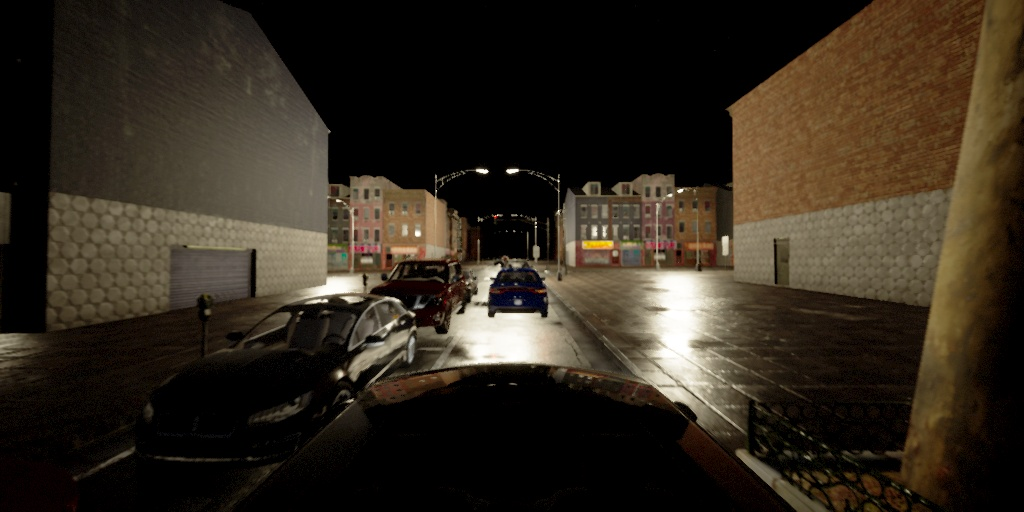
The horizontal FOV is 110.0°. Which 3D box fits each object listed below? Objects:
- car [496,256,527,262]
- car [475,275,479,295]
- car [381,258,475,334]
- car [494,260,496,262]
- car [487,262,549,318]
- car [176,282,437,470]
[{"bbox_3d":[0.303,0.977,23.067,2.097,1.767,4.553,0,0,1],"label":"car"},{"bbox_3d":[-2.498,1.212,16.192,2.007,1.370,4.403,0,0,1],"label":"car"},{"bbox_3d":[-2.555,1.009,10.658,2.192,1.841,5.009,0,0,1],"label":"car"},{"bbox_3d":[-2.048,0.994,59.678,1.948,1.339,4.313,0,0,1],"label":"car"},{"bbox_3d":[0.204,1.162,12.715,1.882,1.535,5.008,0,0,1],"label":"car"},{"bbox_3d":[-2.613,1.277,5.124,2.007,1.370,4.403,0,0,1],"label":"car"}]
